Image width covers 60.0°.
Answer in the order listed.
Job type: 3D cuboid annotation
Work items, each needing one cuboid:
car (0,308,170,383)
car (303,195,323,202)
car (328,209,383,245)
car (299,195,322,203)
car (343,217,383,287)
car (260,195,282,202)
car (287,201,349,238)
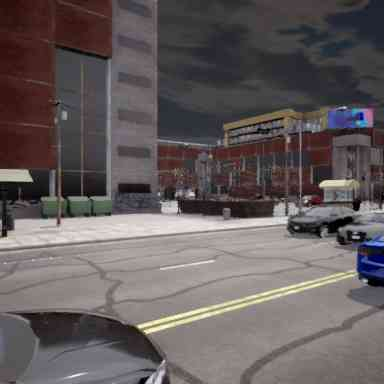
[{"bbox_3d":[-2.402,1.492,2.034,4.902,1.511,2.128,0,0,-36],"label":"car"},{"bbox_3d":[16.636,1.249,47.128,4.553,1.767,2.185,0,0,-36],"label":"car"},{"bbox_3d":[7.927,1.562,13.968,4.181,1.385,1.994,0,0,-36],"label":"car"},{"bbox_3d":[23.522,1.412,66.197,4.674,1.452,2.002,0,0,-36],"label":"car"},{"bbox_3d":[6.017,1.476,8.106,5.008,1.535,1.882,0,0,-35],"label":"car"},{"bbox_3d":[17.701,1.391,74.335,4.786,1.482,2.161,0,0,-36],"label":"car"},{"bbox_3d":[7.147,1.475,17.714,5.008,1.535,1.882,0,0,-36],"label":"car"}]
